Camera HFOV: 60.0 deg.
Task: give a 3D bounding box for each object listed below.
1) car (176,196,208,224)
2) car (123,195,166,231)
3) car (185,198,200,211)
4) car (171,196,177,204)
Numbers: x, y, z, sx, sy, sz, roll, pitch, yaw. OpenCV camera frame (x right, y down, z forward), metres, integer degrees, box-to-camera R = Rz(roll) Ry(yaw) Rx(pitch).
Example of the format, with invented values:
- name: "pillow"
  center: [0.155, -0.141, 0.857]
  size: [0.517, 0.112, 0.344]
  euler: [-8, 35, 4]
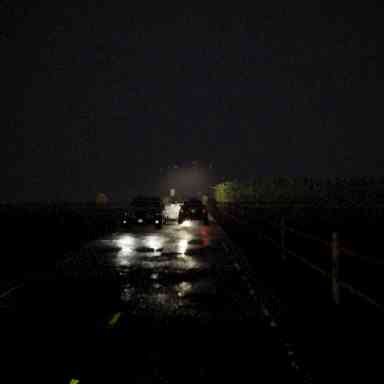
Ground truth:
- name: "car"
  center: [0.082, 1.370, 25.385]
  size: [2.097, 1.767, 4.553]
  euler: [0, 0, 0]
- name: "car"
  center: [-2.865, 1.237, 21.200]
  size: [2.150, 2.045, 5.566]
  euler: [0, 0, 0]
- name: "car"
  center: [0.072, 1.539, 42.920]
  size: [1.837, 1.490, 4.892]
  euler: [0, 0, 0]
- name: "car"
  center: [-2.821, 1.557, 63.064]
  size: [1.837, 1.490, 4.892]
  euler: [0, 0, 1]
